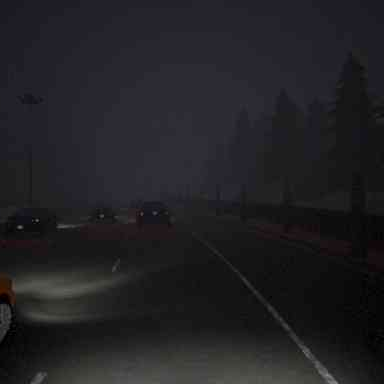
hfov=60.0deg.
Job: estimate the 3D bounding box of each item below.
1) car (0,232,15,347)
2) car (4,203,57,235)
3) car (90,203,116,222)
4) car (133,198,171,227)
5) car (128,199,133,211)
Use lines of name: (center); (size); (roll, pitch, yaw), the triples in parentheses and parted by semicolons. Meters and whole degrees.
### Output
car: (-3.641, 1.491, 3.205); (1.882, 1.535, 5.008); (0, 0, -2)
car: (-9.022, 1.571, 18.926); (1.812, 1.442, 4.674); (0, 0, -10)
car: (-7.076, 1.574, 26.625); (1.812, 1.442, 4.674); (0, 0, -13)
car: (-2.771, 1.385, 23.108); (2.097, 1.767, 4.553); (0, 0, -11)
car: (-6.813, 1.541, 41.320); (1.882, 1.535, 5.008); (0, 0, -13)
